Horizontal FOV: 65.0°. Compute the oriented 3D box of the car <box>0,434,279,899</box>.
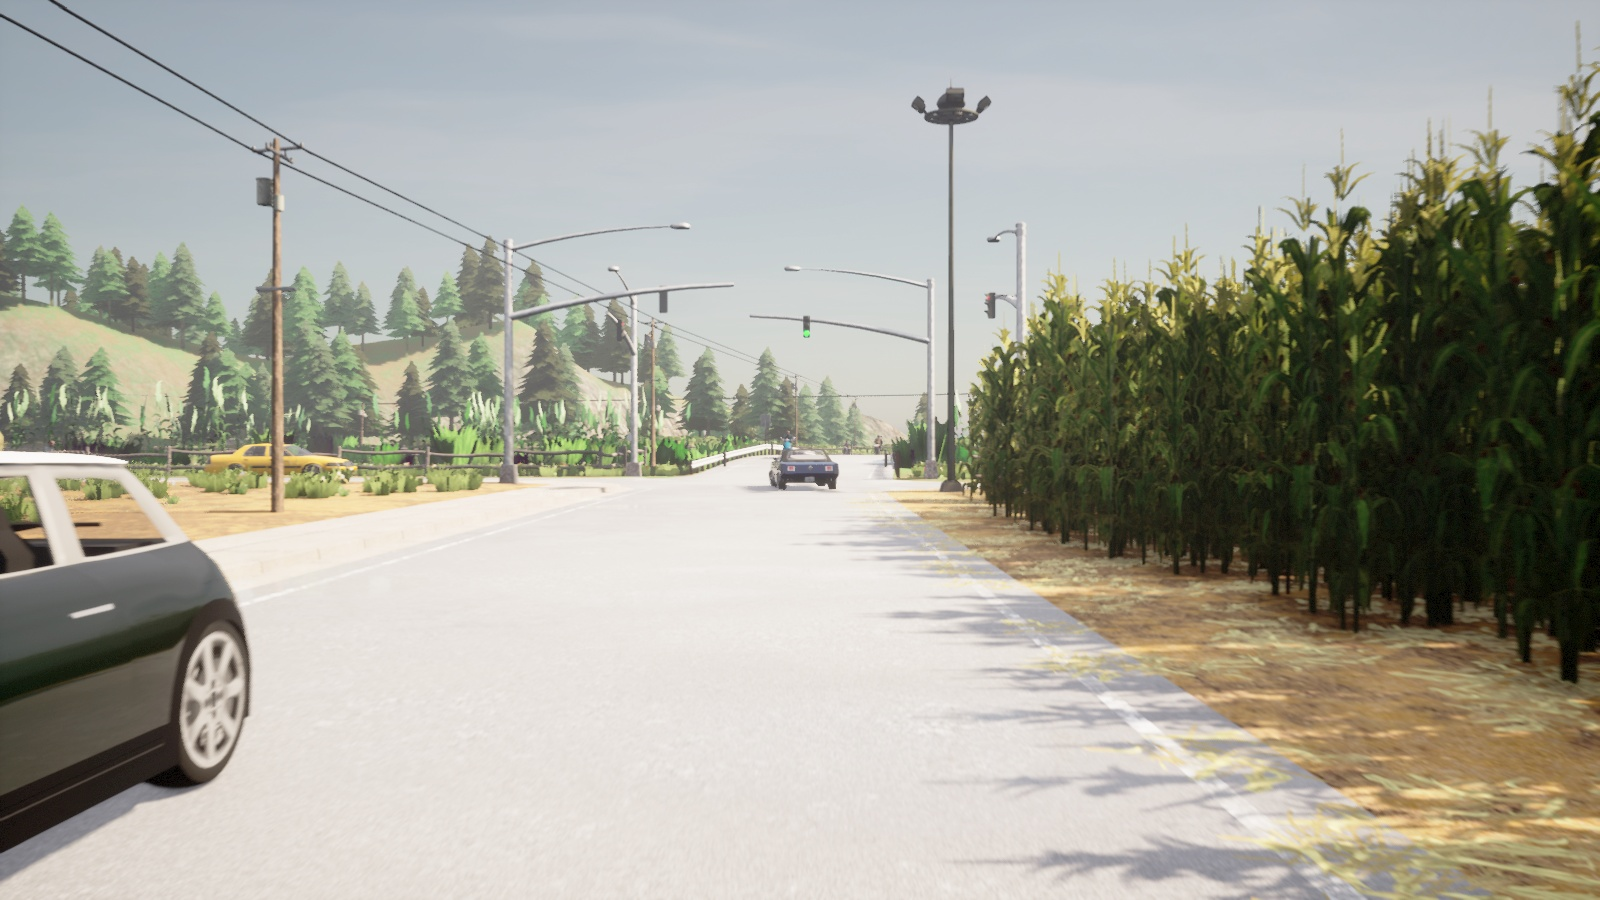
[{"bbox_3d":[-3.466,0.686,4.048,1.970,1.475,3.806,0,0,0],"label":"car"}]

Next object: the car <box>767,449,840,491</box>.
[{"bbox_3d":[0.051,0.613,41.577,1.895,1.301,4.718,0,0,-6],"label":"car"}]

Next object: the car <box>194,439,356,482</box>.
[{"bbox_3d":[-19.710,0.369,47.261,5.366,1.575,1.801,0,0,3],"label":"car"}]
